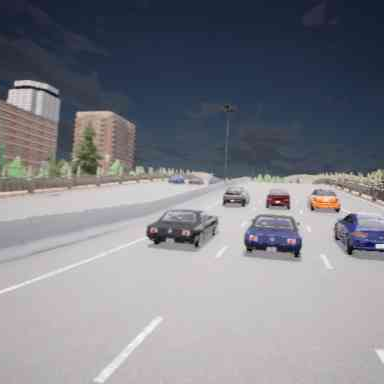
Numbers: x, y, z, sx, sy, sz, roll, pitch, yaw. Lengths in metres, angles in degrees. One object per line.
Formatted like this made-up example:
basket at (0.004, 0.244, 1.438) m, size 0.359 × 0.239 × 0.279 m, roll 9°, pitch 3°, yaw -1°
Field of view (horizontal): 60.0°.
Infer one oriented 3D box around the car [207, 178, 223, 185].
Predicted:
car at (4.020, -1.743, 56.426) m, size 2.033 × 1.411 × 5.357 m, roll 3°, pitch 5°, yaw 16°

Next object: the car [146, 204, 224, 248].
car at (-0.164, 1.356, 13.881) m, size 1.895 × 1.301 × 4.718 m, roll 3°, pitch 3°, yaw 15°

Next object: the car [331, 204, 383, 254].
car at (6.942, 1.550, 13.311) m, size 1.812 × 1.442 × 4.674 m, roll 3°, pitch 3°, yaw 16°

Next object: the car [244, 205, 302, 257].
car at (3.214, 1.513, 12.977) m, size 1.895 × 1.301 × 4.718 m, roll 3°, pitch 3°, yaw 15°

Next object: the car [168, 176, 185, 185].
car at (-2.688, -2.139, 58.382) m, size 1.882 × 1.535 × 5.008 m, roll 3°, pitch 5°, yaw 15°

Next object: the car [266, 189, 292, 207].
car at (7.377, 0.456, 28.314) m, size 1.882 × 1.535 × 5.008 m, roll 3°, pitch 5°, yaw 16°

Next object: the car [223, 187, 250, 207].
car at (3.892, 0.340, 28.838) m, size 2.128 × 1.511 × 4.902 m, roll 3°, pitch 5°, yaw 15°

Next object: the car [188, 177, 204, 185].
car at (0.738, -1.910, 57.686) m, size 1.994 × 1.385 × 4.181 m, roll 3°, pitch 5°, yaw 15°

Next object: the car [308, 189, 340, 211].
car at (10.680, 0.507, 27.119) m, size 2.097 × 1.767 × 4.553 m, roll 3°, pitch 5°, yaw 15°
